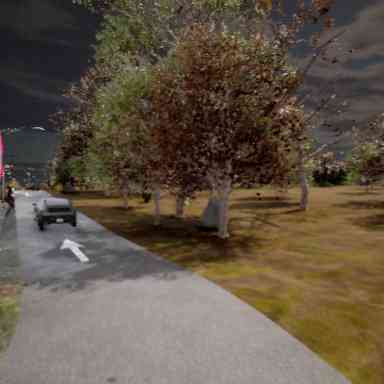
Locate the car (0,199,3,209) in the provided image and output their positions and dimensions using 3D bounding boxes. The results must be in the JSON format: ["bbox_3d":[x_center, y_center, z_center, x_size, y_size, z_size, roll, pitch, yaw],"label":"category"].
[{"bbox_3d":[-42.940,2.496,69.318,2.435,2.045,5.566,-1,-1,42],"label":"car"}]

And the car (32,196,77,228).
[{"bbox_3d":[-7.612,1.003,18.424,1.837,1.490,4.892,-1,3,-28],"label":"car"}]

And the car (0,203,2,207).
[{"bbox_3d":[-41.517,2.453,66.608,2.435,2.045,5.566,-1,-1,41],"label":"car"}]
